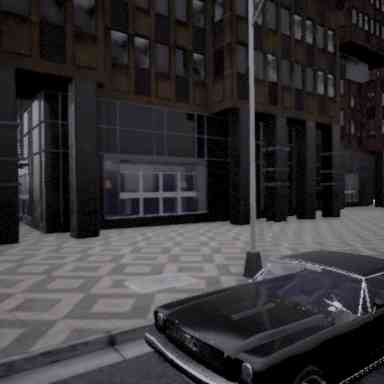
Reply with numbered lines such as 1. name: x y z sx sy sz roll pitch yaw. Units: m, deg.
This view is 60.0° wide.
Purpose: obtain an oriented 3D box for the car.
1. car: 1.780 1.597 4.649 4.718 1.301 1.895 0 0 -36
